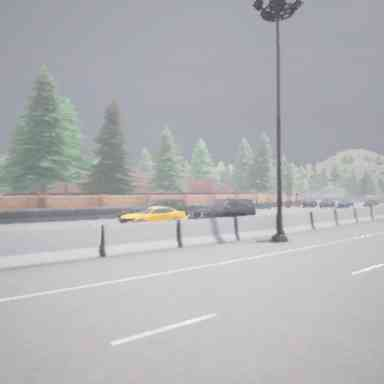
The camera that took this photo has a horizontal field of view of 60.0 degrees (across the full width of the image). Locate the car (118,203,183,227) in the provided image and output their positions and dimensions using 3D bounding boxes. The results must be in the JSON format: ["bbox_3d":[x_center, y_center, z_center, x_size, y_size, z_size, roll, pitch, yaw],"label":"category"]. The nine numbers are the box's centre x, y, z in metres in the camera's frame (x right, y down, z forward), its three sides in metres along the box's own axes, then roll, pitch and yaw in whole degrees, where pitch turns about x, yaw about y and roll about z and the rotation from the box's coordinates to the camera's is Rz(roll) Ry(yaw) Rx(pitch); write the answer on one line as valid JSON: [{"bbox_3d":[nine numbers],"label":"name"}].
[{"bbox_3d":[-2.734,1.793,24.065,5.008,1.535,1.882,0,-1,-40],"label":"car"}]

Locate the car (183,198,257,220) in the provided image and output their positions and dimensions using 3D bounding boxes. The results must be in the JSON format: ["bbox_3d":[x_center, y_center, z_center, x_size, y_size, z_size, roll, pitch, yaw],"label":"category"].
[{"bbox_3d":[2.338,1.495,23.761,5.566,2.045,2.150,0,-1,-41],"label":"car"}]

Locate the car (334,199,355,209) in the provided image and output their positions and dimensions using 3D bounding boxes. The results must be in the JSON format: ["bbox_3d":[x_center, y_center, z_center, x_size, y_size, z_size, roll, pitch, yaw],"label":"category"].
[{"bbox_3d":[25.086,1.956,54.095,1.882,1.535,5.008,-1,-1,36],"label":"car"}]

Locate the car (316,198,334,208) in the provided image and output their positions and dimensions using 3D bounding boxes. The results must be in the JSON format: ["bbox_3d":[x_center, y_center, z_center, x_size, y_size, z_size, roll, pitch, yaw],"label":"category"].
[{"bbox_3d":[24.072,1.890,58.823,2.097,1.767,4.553,-1,-1,34],"label":"car"}]

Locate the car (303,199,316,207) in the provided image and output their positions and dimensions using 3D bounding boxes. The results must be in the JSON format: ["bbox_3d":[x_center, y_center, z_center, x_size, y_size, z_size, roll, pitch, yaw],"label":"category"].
[{"bbox_3d":[22.239,2.066,62.368,1.882,1.535,5.008,-1,-1,34],"label":"car"}]

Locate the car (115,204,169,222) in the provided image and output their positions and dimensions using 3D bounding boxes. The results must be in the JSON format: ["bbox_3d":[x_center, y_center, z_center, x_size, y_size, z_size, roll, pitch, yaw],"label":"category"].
[{"bbox_3d":[-4.667,1.925,31.588,4.892,1.490,1.837,0,-1,-41],"label":"car"}]

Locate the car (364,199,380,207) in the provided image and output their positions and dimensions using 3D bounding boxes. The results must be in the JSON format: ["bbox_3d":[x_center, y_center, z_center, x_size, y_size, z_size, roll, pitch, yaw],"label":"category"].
[{"bbox_3d":[29.271,1.945,53.997,1.837,1.490,4.892,-1,-1,35],"label":"car"}]

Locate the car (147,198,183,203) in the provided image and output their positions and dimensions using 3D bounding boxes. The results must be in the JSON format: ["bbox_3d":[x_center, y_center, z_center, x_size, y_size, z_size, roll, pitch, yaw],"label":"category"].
[{"bbox_3d":[-2.804,1.592,28.565,5.566,2.045,2.150,0,-1,-41],"label":"car"}]
